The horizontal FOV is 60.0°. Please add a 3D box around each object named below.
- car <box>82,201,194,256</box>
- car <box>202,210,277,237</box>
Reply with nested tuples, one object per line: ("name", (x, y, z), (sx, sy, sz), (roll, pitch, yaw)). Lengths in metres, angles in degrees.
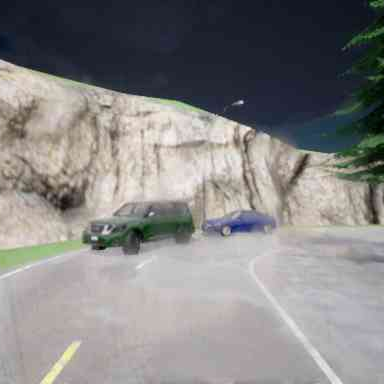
("car", (-2.062, 1.398, 14.541), (2.150, 2.045, 5.566), (-1, -2, 34))
("car", (2.855, 1.767, 19.506), (4.674, 1.442, 1.812), (0, -1, -26))
